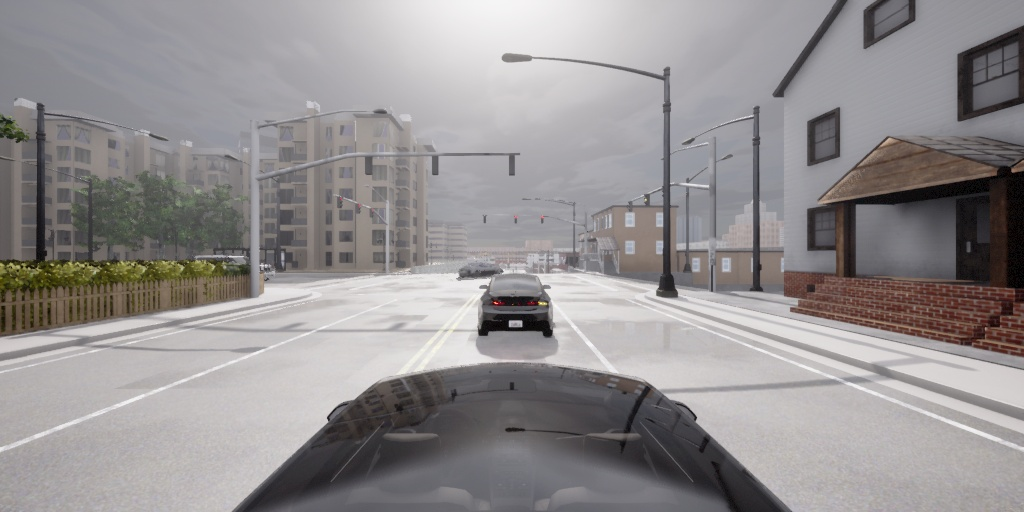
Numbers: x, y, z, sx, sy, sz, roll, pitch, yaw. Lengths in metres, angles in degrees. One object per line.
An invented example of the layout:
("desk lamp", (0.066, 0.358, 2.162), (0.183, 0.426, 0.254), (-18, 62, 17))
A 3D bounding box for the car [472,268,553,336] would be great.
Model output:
("car", (0.092, 1.255, 10.360), (1.837, 1.490, 4.892), (0, 0, 0))

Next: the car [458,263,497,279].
("car", (-2.741, 1.262, 31.581), (1.994, 1.385, 4.181), (0, 0, 43))

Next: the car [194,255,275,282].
("car", (-21.072, 0.973, 27.065), (5.566, 2.045, 2.150), (0, 0, 1))
